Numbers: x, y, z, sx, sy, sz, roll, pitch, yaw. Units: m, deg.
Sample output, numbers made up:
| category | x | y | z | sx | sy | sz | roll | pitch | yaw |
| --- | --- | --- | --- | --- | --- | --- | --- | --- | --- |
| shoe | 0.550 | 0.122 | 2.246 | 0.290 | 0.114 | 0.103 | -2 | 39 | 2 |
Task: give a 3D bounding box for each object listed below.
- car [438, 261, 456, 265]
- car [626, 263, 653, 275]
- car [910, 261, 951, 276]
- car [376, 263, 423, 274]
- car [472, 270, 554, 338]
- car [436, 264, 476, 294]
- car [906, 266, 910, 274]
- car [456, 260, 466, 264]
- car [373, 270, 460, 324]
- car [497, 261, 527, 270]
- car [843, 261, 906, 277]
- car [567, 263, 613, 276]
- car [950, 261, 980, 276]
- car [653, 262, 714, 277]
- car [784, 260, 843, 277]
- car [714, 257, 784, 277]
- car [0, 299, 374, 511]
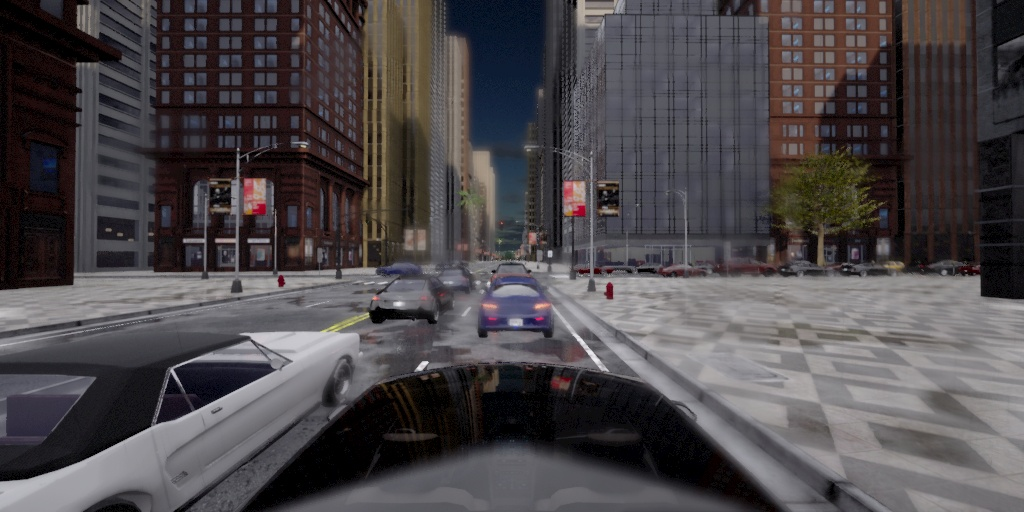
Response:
| category | x | y | z | sx | sy | sz | roll | pitch | yaw |
| --- | --- | --- | --- | --- | --- | --- | --- | --- | --- |
| car | -9.904 | 1.540 | 52.818 | 1.994 | 1.385 | 4.181 | 0 | 0 | 0 |
| car | 15.138 | 1.408 | 40.652 | 4.313 | 1.339 | 1.948 | 0 | 0 | -1 |
| car | 42.758 | 1.202 | 35.215 | 4.892 | 1.490 | 1.837 | 0 | -1 | -1 |
| car | -11.704 | 1.408 | 37.367 | 4.674 | 1.442 | 1.812 | 0 | 0 | -1 |
| car | 0.094 | 1.283 | 10.095 | 1.812 | 1.442 | 4.674 | 0 | 0 | 0 |
| car | -3.174 | 1.351 | 20.472 | 1.994 | 1.385 | 4.181 | 0 | 0 | 0 |
| car | 44.533 | 1.294 | 38.323 | 4.181 | 1.385 | 1.994 | 0 | -1 | -1 |
| car | -9.893 | 1.540 | 63.103 | 2.128 | 1.511 | 4.902 | 0 | 0 | 0 |
| car | -3.164 | 1.326 | 12.085 | 1.994 | 1.385 | 4.181 | 0 | 0 | 0 |
| car | -0.021 | 1.134 | 19.080 | 2.097 | 1.767 | 4.553 | 0 | 0 | 0 |
| car | 32.192 | 1.256 | 32.412 | 4.313 | 1.339 | 1.948 | 0 | 0 | -1 |
| car | 8.217 | 1.439 | 38.105 | 4.718 | 1.301 | 1.895 | 0 | -1 | 5 |
| car | 43.467 | 1.210 | 32.602 | 4.507 | 1.381 | 1.888 | 0 | 0 | -1 |
| car | 15.279 | 1.324 | 32.129 | 4.207 | 1.307 | 1.802 | 0 | 0 | -1 |
| car | 26.555 | 1.272 | 32.318 | 4.313 | 1.339 | 1.948 | 0 | 0 | -1 |
| car | 20.918 | 1.037 | 32.224 | 5.009 | 1.841 | 2.192 | 0 | 0 | -1 |
| car | -3.155 | 1.351 | 3.262 | 1.895 | 1.301 | 4.718 | 0 | 0 | 0 |
